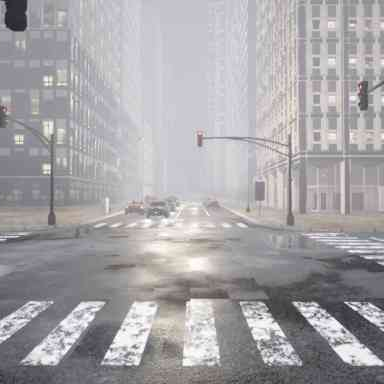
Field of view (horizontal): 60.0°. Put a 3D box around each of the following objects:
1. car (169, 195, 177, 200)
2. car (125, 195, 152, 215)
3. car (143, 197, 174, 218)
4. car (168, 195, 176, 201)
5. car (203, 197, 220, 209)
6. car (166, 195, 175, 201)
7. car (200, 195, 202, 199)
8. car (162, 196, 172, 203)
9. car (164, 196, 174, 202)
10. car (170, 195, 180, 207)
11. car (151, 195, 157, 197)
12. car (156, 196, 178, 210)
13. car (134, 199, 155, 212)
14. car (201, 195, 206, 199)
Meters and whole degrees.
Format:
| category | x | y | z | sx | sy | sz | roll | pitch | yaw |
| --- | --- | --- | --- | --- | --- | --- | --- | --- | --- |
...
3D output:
| category | x | y | z | sx | sy | sz | roll | pitch | yaw |
| --- | --- | --- | --- | --- | --- | --- | --- | --- | --- |
| car | -5.355 | 1.605 | 95.141 | 1.947 | 1.339 | 4.313 | 1 | 0 | 0 |
| car | -5.559 | 1.453 | 33.814 | 1.967 | 1.590 | 4.097 | 1 | 0 | 0 |
| car | -2.997 | 1.516 | 30.353 | 1.837 | 1.490 | 4.892 | 0 | 0 | 0 |
| car | -5.374 | 1.587 | 89.565 | 2.008 | 1.369 | 4.403 | 1 | 0 | 0 |
| car | 2.855 | 1.599 | 44.998 | 1.802 | 1.307 | 4.206 | 1 | 0 | 0 |
| car | -5.392 | 1.578 | 83.990 | 1.887 | 1.381 | 4.507 | 1 | 0 | 0 |
| car | 2.912 | 1.590 | 61.731 | 1.947 | 1.339 | 4.313 | 1 | 0 | 0 |
| car | -5.430 | 1.573 | 72.840 | 1.887 | 1.381 | 4.507 | 1 | 0 | 0 |
| car | -5.411 | 1.582 | 78.415 | 2.008 | 1.369 | 4.403 | 1 | 0 | 0 |
| car | -2.921 | 1.371 | 50.265 | 2.097 | 1.767 | 4.553 | 0 | 0 | 1 |
| car | -5.519 | 1.332 | 44.964 | 2.192 | 1.841 | 5.009 | 1 | 0 | 0 |
| car | -2.964 | 1.520 | 39.802 | 1.837 | 1.490 | 4.892 | 0 | 0 | 0 |
| car | -5.544 | 1.597 | 39.389 | 1.802 | 1.307 | 4.206 | 1 | 0 | 0 |
| car | 2.895 | 1.547 | 56.324 | 1.752 | 1.417 | 4.829 | 1 | 0 | 0 |
